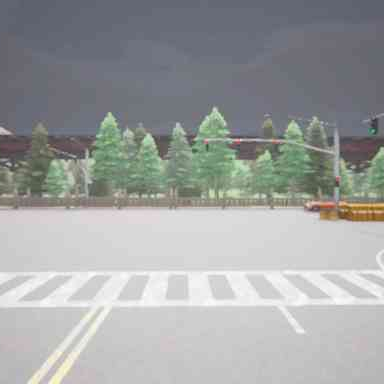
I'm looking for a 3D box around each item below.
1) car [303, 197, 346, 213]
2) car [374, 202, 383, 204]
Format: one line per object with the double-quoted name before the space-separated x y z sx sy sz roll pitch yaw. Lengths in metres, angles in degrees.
"car" 14.917 1.379 37.502 4.553 1.767 2.097 0 0 -2
"car" 17.539 1.586 30.580 4.181 1.385 1.994 0 0 -2
